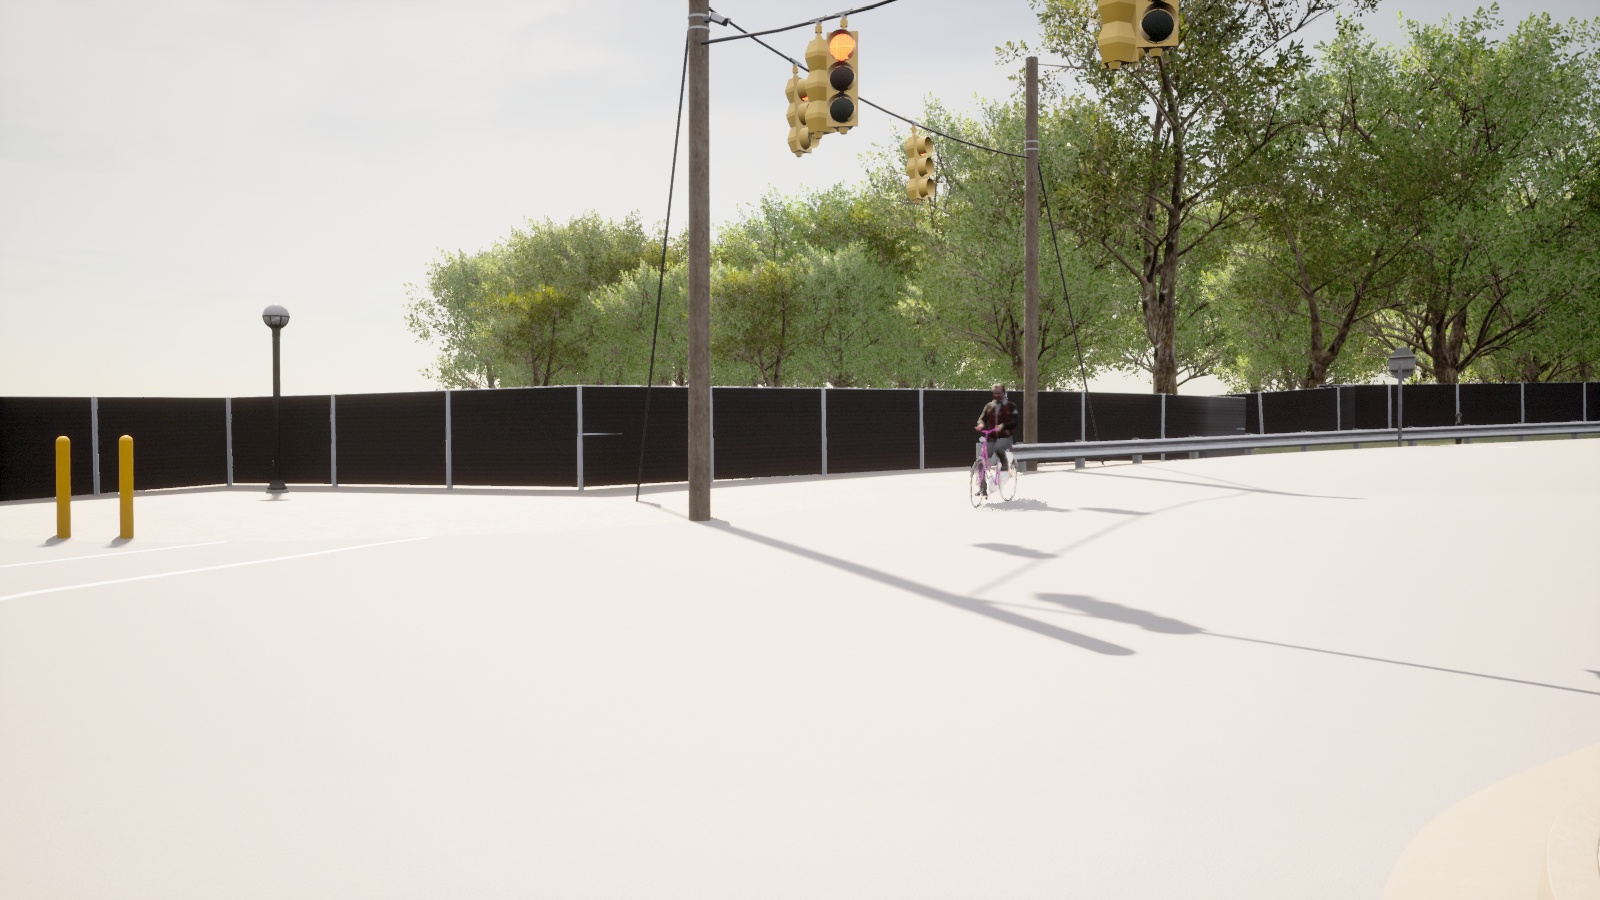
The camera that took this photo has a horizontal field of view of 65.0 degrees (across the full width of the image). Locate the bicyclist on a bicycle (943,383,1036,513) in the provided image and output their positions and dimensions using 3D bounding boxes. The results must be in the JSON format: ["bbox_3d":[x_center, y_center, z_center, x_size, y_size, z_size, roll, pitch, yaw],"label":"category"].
[{"bbox_3d":[2.754,-0.066,18.125,0.659,1.776,1.843,2,3,31],"label":"bicyclist on a bicycle"}]
